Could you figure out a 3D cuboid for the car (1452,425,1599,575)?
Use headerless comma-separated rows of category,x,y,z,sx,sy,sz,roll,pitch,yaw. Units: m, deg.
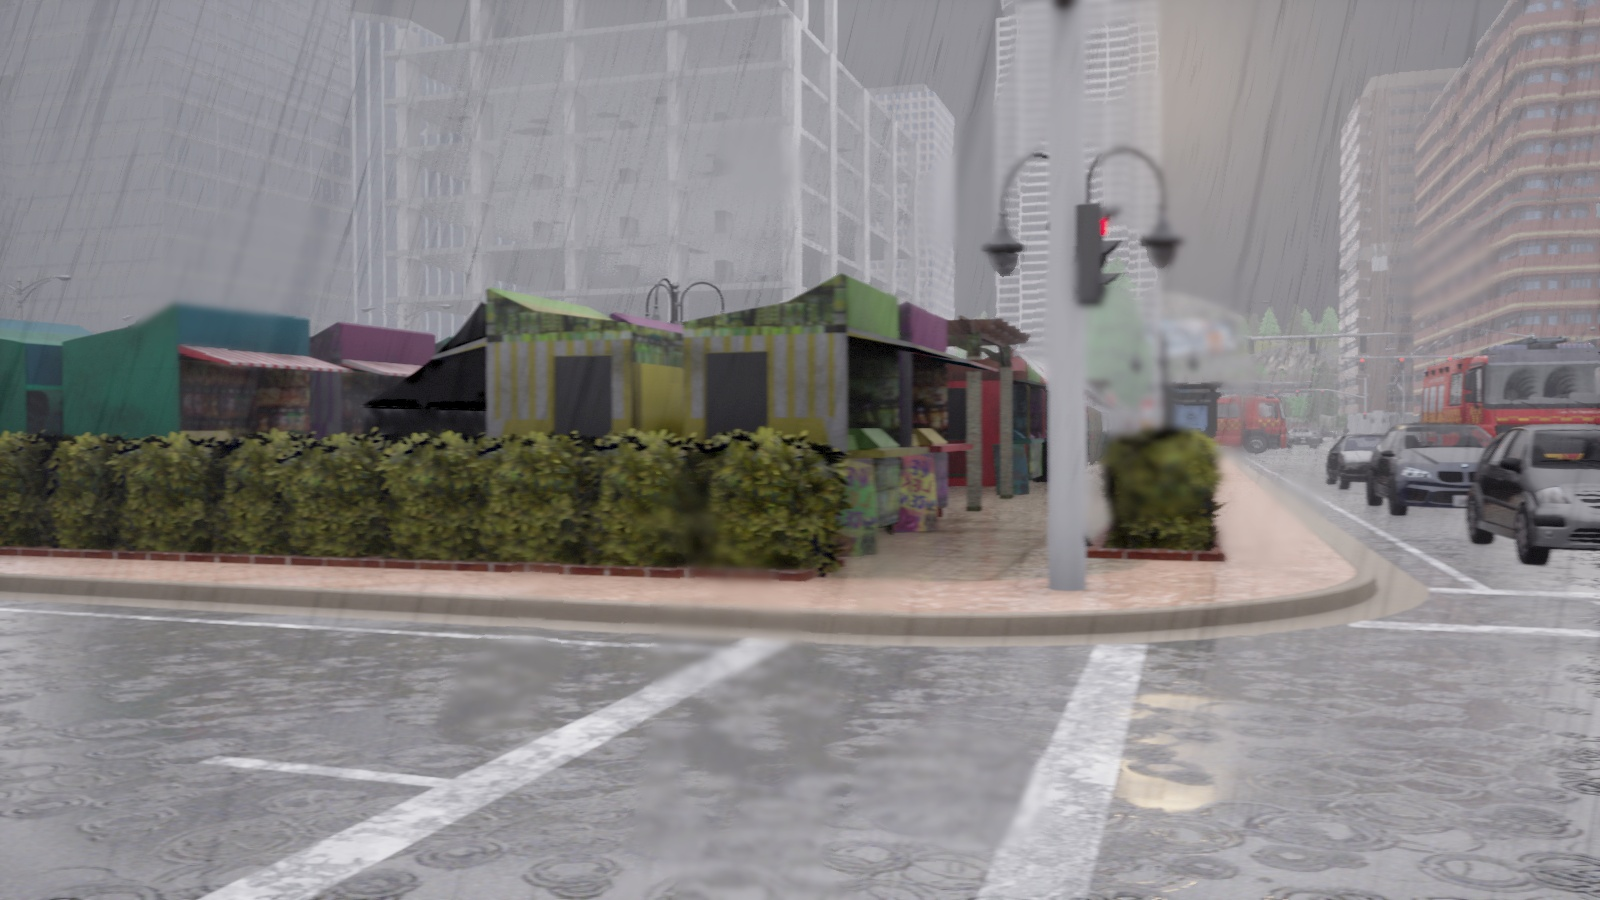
car,9.433,0.513,15.400,1.851,1.617,3.988,1,1,17

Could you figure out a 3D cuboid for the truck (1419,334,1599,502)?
truck,18.622,-0.798,33.018,2.891,3.827,8.468,1,1,17

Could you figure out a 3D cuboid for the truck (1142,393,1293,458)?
truck,25.302,-1.503,76.460,8.468,3.827,2.891,1,1,17

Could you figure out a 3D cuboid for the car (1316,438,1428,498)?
car,15.017,0.396,33.251,2.033,1.411,5.357,1,1,17

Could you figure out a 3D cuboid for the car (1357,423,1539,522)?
car,11.992,0.337,23.585,2.242,1.667,4.611,0,1,17
